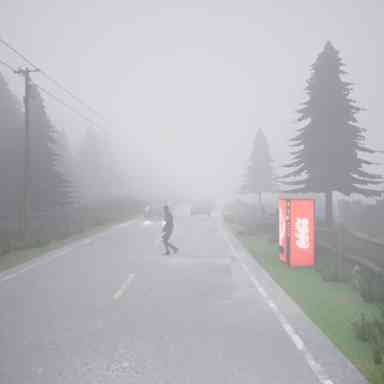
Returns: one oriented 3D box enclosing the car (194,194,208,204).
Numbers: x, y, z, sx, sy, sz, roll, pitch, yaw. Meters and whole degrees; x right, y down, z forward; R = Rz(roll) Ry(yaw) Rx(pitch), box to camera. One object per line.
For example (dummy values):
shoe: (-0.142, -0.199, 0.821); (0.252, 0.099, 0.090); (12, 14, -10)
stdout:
car: (1.786, 1.346, 65.280); (2.097, 1.767, 4.553); (0, 0, 11)

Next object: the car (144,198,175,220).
car: (-2.668, 1.349, 28.335); (2.097, 1.767, 4.553); (0, 0, 4)

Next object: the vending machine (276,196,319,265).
vending machine: (3.335, 1.194, 10.603); (1.100, 2.100, 0.880); (0, 0, 0)

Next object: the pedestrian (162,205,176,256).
pedestrian: (-0.831, 1.293, 11.627); (0.375, 1.860, 0.375); (0, 0, 0)

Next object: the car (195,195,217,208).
car: (2.085, 1.348, 44.946); (2.097, 1.767, 4.553); (0, 0, 10)

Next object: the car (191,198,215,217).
car: (0.876, 1.545, 31.061); (2.033, 1.411, 5.357); (0, 0, 3)
